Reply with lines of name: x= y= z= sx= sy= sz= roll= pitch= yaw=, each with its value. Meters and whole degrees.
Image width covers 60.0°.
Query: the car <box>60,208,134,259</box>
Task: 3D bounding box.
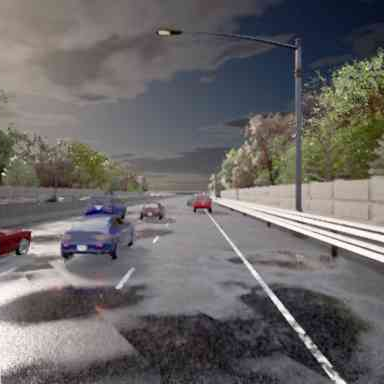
car: x=-3.398 y=1.565 z=12.566 sx=1.812 sy=1.442 sz=4.674 roll=0 pitch=0 yaw=0

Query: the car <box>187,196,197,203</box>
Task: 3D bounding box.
car: x=0.018 y=1.662 z=74.260 sx=1.994 sy=1.385 sz=4.181 roll=0 pitch=0 yaw=0

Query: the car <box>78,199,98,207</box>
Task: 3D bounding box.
car: x=-17.523 y=1.812 z=56.342 sx=1.895 sy=1.301 sz=4.718 roll=0 pitch=0 yaw=1

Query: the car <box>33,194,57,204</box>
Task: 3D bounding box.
car: x=-24.514 y=1.431 z=56.081 sx=2.150 sy=2.045 sz=5.566 roll=0 pitch=0 yaw=1

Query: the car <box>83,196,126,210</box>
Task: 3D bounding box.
car: x=-6.898 y=1.306 z=27.209 sx=2.150 sy=2.045 sz=5.566 roll=0 pitch=0 yaw=0

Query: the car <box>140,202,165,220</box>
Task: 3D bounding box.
car: x=-3.391 y=1.617 z=29.067 sx=1.812 sy=1.442 sz=4.674 roll=0 pitch=0 yaw=0

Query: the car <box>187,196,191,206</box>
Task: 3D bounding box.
car: x=0.014 y=1.713 z=58.302 sx=2.128 sy=1.511 sz=4.902 roll=0 pitch=0 yaw=0

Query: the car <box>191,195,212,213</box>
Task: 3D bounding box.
car: x=1.234 y=1.362 z=39.819 sx=2.150 sy=2.045 sz=5.566 roll=0 pitch=0 yaw=0

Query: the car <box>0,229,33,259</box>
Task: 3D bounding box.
car: x=-6.895 y=1.633 z=10.344 sx=1.895 sy=1.301 sz=4.718 roll=0 pitch=0 yaw=0

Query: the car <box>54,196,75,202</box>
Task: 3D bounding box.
car: x=-21.021 y=1.812 z=56.263 sx=1.895 sy=1.301 sz=4.718 roll=0 pitch=0 yaw=1
